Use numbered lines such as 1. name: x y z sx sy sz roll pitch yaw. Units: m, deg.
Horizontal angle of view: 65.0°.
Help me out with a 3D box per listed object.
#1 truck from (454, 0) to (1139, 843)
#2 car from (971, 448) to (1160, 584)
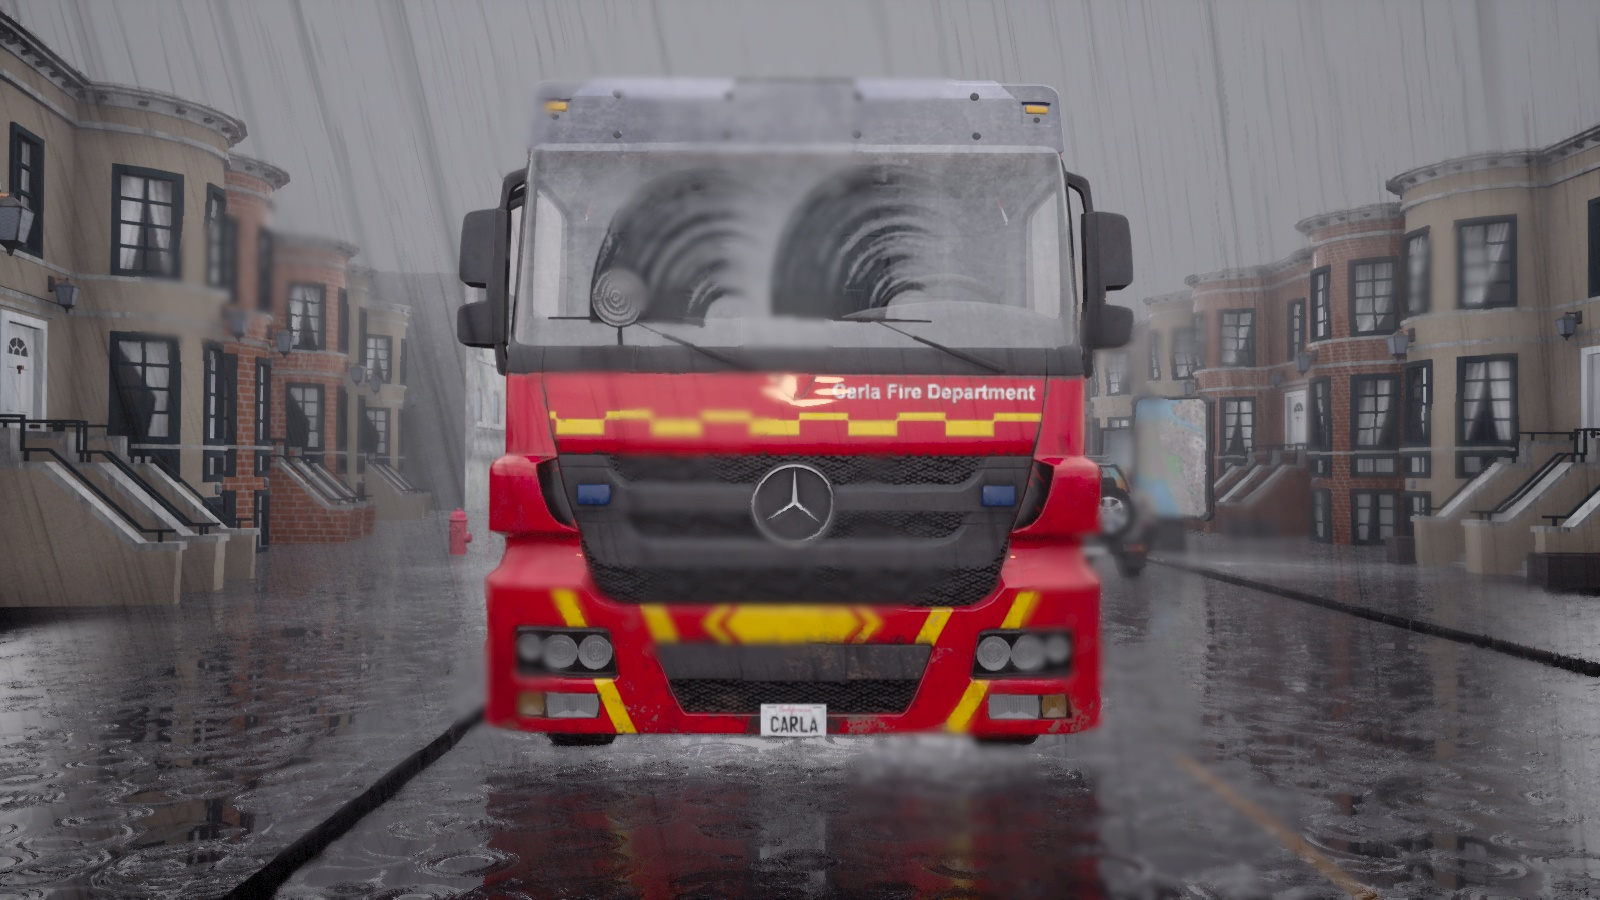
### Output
1. truck: -0.032 -0.190 9.565 2.891 3.827 8.468 0 -1 0
2. car: 3.944 0.942 19.483 1.932 1.855 4.605 0 -1 0
